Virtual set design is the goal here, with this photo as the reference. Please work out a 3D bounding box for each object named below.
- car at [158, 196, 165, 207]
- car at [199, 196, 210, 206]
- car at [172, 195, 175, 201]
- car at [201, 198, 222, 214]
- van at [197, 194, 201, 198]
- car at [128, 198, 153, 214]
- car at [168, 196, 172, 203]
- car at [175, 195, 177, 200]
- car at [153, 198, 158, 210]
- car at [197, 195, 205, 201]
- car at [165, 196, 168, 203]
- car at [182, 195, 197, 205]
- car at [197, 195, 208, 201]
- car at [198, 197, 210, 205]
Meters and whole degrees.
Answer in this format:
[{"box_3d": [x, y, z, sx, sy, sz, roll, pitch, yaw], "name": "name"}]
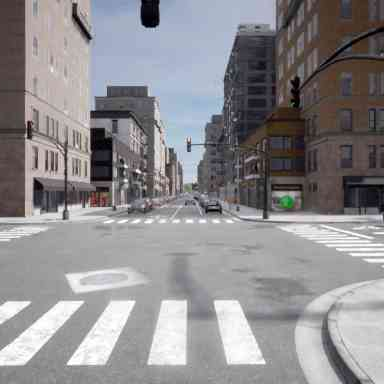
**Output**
[{"box_3d": [-5.778, 1.653, 52.675, 1.802, 1.307, 4.206, 0, 0, 0], "name": "car"}, {"box_3d": [2.252, 1.641, 47.172, 1.802, 1.307, 4.206, 0, 0, 0], "name": "car"}, {"box_3d": [-5.802, 1.694, 80.229, 2.008, 1.369, 4.403, 0, 0, 0], "name": "car"}, {"box_3d": [2.261, 1.606, 36.149, 1.947, 1.339, 4.313, 0, 0, 0], "name": "car"}, {"box_3d": [2.242, 1.424, 58.193, 1.690, 1.788, 3.998, 0, 0, 0], "name": "van"}, {"box_3d": [-5.764, 1.480, 36.143, 1.967, 1.590, 4.097, 0, 0, 0], "name": "car"}, {"box_3d": [-5.793, 1.552, 69.208, 1.967, 1.590, 4.097, 0, 0, 0], "name": "car"}, {"box_3d": [-5.811, 1.721, 91.251, 1.887, 1.381, 4.507, 0, 0, 0], "name": "car"}, {"box_3d": [-5.768, 1.490, 41.654, 1.967, 1.590, 4.097, 0, 0, 0], "name": "car"}, {"box_3d": [2.218, 1.600, 85.747, 1.967, 1.590, 4.097, 0, 0, 0], "name": "car"}, {"box_3d": [-5.783, 1.634, 58.186, 2.008, 1.369, 4.403, 0, 0, 0], "name": "car"}, {"box_3d": [-0.302, 1.633, 59.269, 2.033, 1.411, 5.357, 0, 0, 0], "name": "car"}, {"box_3d": [2.247, 1.637, 52.682, 1.947, 1.339, 4.313, 0, 0, 0], "name": "car"}, {"box_3d": [2.237, 1.647, 63.704, 2.008, 1.369, 4.403, 0, 0, 0], "name": "car"}]
